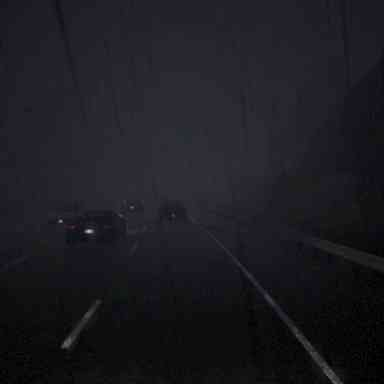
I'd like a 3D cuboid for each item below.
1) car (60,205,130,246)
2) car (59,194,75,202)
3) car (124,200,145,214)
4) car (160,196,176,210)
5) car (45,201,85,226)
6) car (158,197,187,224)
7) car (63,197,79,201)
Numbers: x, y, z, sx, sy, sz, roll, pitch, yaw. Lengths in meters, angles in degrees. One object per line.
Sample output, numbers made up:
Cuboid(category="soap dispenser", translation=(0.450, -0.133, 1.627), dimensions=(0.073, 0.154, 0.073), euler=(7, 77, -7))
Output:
Cuboid(category="car", translation=(-4.160, 1.504, 14.997), dimensions=(1.994, 1.385, 4.181), euler=(0, 0, -4))
Cuboid(category="car", translation=(-27.258, 1.247, 72.606), dimensions=(2.128, 1.511, 4.902), euler=(0, 0, -5))
Cuboid(category="car", translation=(-5.783, 1.428, 32.985), dimensions=(1.994, 1.385, 4.181), euler=(0, 0, -5))
Cuboid(category="car", translation=(-3.012, 1.303, 40.759), dimensions=(1.882, 1.535, 5.008), euler=(0, 0, -5))
Cuboid(category="car", translation=(-8.327, 1.513, 22.760), dimensions=(1.895, 1.301, 4.718), euler=(0, 0, -5))
Cuboid(category="car", translation=(-1.406, 1.375, 23.794), dimensions=(1.882, 1.535, 5.008), euler=(0, 0, -5))
Cuboid(category="car", translation=(-13.136, 1.460, 36.377), dimensions=(1.895, 1.301, 4.718), euler=(0, 0, -5))
